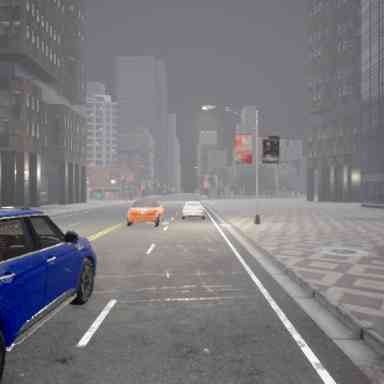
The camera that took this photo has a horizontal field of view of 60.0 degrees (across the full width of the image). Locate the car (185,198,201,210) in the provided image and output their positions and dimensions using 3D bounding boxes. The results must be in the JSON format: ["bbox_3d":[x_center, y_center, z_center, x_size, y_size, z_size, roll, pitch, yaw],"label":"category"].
[{"bbox_3d":[0.119,1.539,42.751,1.994,1.385,4.181,0,0,0],"label":"car"}]

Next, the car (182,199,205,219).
[{"bbox_3d":[0.118,1.510,28.795,1.812,1.442,4.674,0,0,0],"label":"car"}]

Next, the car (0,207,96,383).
[{"bbox_3d":[-3.148,1.220,4.867,2.150,2.045,5.566,0,0,0],"label":"car"}]

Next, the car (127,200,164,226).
[{"bbox_3d":[-3.139,1.339,23.356,2.097,1.767,4.553,0,0,0],"label":"car"}]
